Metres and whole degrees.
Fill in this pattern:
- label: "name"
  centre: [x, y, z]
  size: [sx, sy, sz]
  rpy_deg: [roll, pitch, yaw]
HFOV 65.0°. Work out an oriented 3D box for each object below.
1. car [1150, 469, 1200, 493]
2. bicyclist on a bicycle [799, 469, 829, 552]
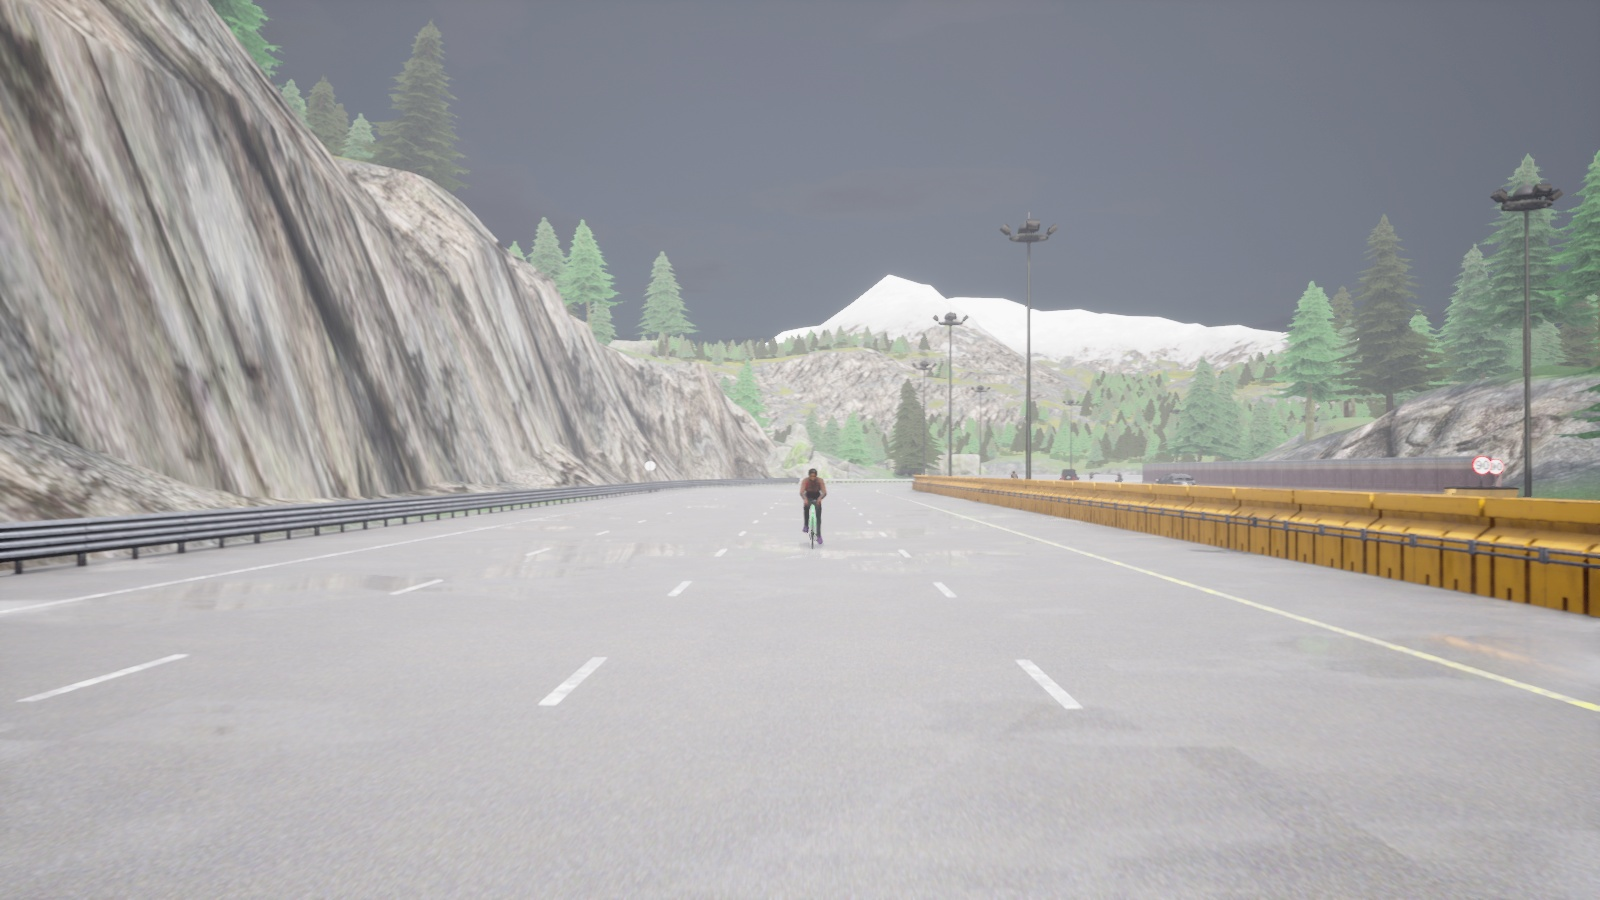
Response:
- label: "car"
  centre: [25.183, 2.081, 84.489]
  size: [2.007, 1.525, 4.514]
  rpy_deg: [0, -1, 0]
- label: "bicyclist on a bicycle"
  centre: [0.275, 1.189, 25.246]
  size: [0.582, 1.620, 1.656]
  rpy_deg: [0, -1, 1]
